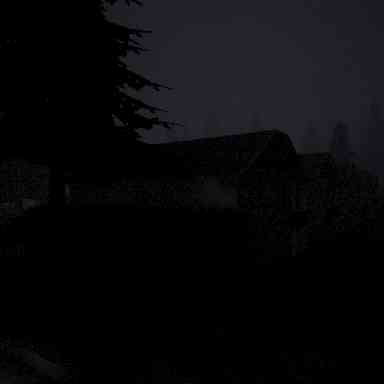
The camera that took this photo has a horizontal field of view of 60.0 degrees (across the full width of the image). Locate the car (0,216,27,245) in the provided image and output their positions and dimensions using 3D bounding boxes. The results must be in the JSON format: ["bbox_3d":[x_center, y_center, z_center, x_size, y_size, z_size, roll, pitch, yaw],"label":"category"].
[{"bbox_3d":[-8.754,1.996,18.275,2.033,1.411,5.357,-1,-1,36],"label":"car"}]

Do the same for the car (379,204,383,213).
[{"bbox_3d":[22.628,2.038,41.468,4.902,1.511,2.128,-1,-1,29],"label":"car"}]

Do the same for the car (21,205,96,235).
[{"bbox_3d":[-9.409,1.869,23.719,2.097,1.767,4.553,-1,-1,36],"label":"car"}]
